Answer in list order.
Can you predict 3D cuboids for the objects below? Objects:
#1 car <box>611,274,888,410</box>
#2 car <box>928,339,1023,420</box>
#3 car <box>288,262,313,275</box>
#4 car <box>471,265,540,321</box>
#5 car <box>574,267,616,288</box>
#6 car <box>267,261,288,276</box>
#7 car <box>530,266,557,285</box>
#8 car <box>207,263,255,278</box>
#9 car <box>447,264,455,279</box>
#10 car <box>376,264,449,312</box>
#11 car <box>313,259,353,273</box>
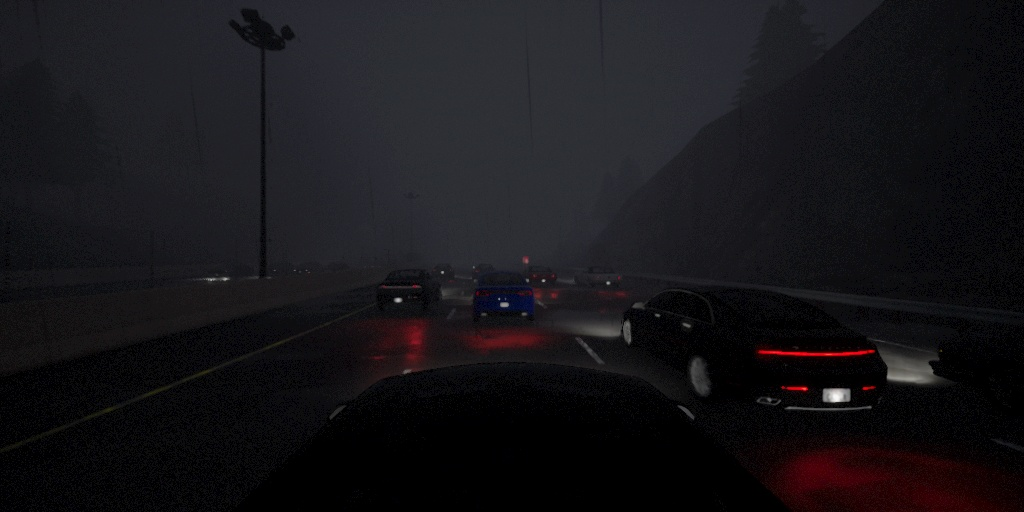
[{"bbox_3d":[3.433,1.254,6.278,1.837,1.490,4.892,0,0,-1],"label":"car"},{"bbox_3d":[7.042,1.283,2.716,2.033,1.411,5.357,0,0,-1],"label":"car"},{"bbox_3d":[-21.635,1.359,38.291,1.837,1.490,4.892,0,0,-10],"label":"car"},{"bbox_3d":[-0.357,1.245,12.680,1.882,1.535,5.008,0,0,-3],"label":"car"},{"bbox_3d":[5.631,1.372,24.101,1.895,1.301,4.718,0,0,-7],"label":"car"},{"bbox_3d":[-25.347,1.367,39.132,1.837,1.490,4.892,0,0,-10],"label":"car"},{"bbox_3d":[1.827,1.384,26.231,1.895,1.301,4.718,0,0,-8],"label":"car"},{"bbox_3d":[-28.441,1.413,36.587,2.033,1.411,5.357,0,0,-10],"label":"car"},{"bbox_3d":[-6.227,1.375,32.492,1.994,1.385,4.181,0,0,-9],"label":"car"},{"bbox_3d":[-3.997,1.270,14.448,2.128,1.511,4.902,0,0,-4],"label":"car"},{"bbox_3d":[-17.650,1.334,35.965,2.128,1.511,4.902,0,0,-10],"label":"car"}]
